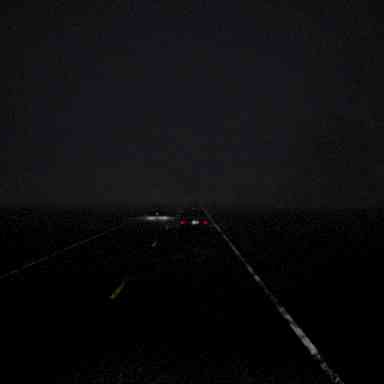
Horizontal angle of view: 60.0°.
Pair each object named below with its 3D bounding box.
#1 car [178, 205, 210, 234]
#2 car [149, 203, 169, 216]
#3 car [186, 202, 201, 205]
[{"bbox_3d":[0.120,1.742,20.654,2.033,1.411,5.357,0,-1,0],"label":"car"},{"bbox_3d":[-3.558,1.892,36.730,2.033,1.411,5.357,0,-1,0],"label":"car"},{"bbox_3d":[0.143,1.956,41.806,1.994,1.385,4.181,0,0,0],"label":"car"}]
